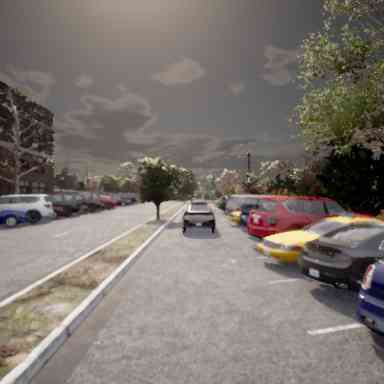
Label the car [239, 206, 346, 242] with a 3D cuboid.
[{"bbox_3d":[5.037,1.512,16.782,4.792,1.488,2.163,1,0,-19],"label":"car"}]

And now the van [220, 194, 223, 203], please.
[{"bbox_3d":[5.291,1.253,31.634,4.442,1.987,1.878,1,0,-19],"label":"van"}]

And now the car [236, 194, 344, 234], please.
[{"bbox_3d":[5.028,1.233,13.833,5.566,2.045,2.435,1,0,-19],"label":"car"}]

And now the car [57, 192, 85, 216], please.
[{"bbox_3d":[-12.859,1.212,29.994,5.566,2.045,2.435,-1,0,-19],"label":"car"}]

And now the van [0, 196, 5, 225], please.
[{"bbox_3d":[-13.007,1.236,18.030,4.442,1.987,1.878,-1,0,-19],"label":"van"}]

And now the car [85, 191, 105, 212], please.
[{"bbox_3d":[-12.669,1.211,36.032,5.566,2.045,2.435,-1,0,-19],"label":"car"}]

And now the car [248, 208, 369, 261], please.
[{"bbox_3d":[4.769,1.479,10.784,5.366,1.575,1.946,1,0,-19],"label":"car"}]

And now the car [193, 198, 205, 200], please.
[{"bbox_3d":[0.807,1.500,37.695,1.837,1.490,4.892,0,0,1],"label":"car"}]

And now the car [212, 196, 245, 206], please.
[{"bbox_3d":[5.914,1.477,53.751,4.892,1.521,2.231,1,0,-19],"label":"car"}]

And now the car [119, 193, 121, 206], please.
[{"bbox_3d":[-12.439,1.337,45.040,4.553,1.767,2.185,-1,0,-19],"label":"car"}]

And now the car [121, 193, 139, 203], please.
[{"bbox_3d":[-12.168,1.200,57.081,5.566,2.045,2.435,-1,0,-18],"label":"car"}]

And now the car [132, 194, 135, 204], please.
[{"bbox_3d":[-12.224,1.500,54.081,4.674,1.452,2.002,-1,0,-18],"label":"car"}]

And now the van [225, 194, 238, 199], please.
[{"bbox_3d":[5.159,1.254,25.680,4.442,1.987,1.878,1,0,-19],"label":"van"}]

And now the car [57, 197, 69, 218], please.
[{"bbox_3d":[-12.905,1.463,27.005,5.008,1.535,2.097,-1,0,-19],"label":"car"}]

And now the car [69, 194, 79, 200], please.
[{"bbox_3d":[-27.334,1.170,77.109,2.002,1.452,4.674,1,-1,-18],"label":"car"}]

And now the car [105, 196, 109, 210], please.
[{"bbox_3d":[-12.592,1.492,39.036,4.792,1.488,2.163,-1,0,-19],"label":"car"}]

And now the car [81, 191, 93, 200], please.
[{"bbox_3d":[-24.361,0.877,76.981,2.435,2.045,5.566,1,-1,-18],"label":"car"}]

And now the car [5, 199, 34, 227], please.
[{"bbox_3d":[-13.046,1.463,20.996,5.008,1.535,2.097,-1,0,-19],"label":"car"}]

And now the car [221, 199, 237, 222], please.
[{"bbox_3d":[5.021,1.476,22.684,5.366,1.575,1.946,1,0,-19],"label":"car"}]

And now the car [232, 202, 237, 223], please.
[{"bbox_3d":[5.157,1.512,19.783,4.792,1.488,2.163,1,0,-19],"label":"car"}]

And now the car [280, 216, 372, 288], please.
[{"bbox_3d":[4.889,1.486,7.880,4.892,1.521,2.231,1,0,-19],"label":"car"}]

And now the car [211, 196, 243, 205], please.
[{"bbox_3d":[6.008,1.476,57.144,4.892,1.521,2.231,1,0,-19],"label":"car"}]

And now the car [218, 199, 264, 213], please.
[{"bbox_3d":[5.537,1.519,37.623,4.674,1.452,2.002,1,0,-19],"label":"car"}]

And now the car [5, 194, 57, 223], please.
[{"bbox_3d":[-13.000,1.212,23.987,5.566,2.045,2.435,-1,0,-19],"label":"car"}]

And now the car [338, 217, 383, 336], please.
[{"bbox_3d":[4.830,1.360,4.903,4.553,1.767,2.185,1,0,-19],"label":"car"}]

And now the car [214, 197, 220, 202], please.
[{"bbox_3d":[5.496,1.229,34.661,5.566,2.045,2.435,1,0,-19],"label":"car"}]

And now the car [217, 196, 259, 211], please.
[{"bbox_3d":[5.575,1.353,40.595,4.553,1.767,2.185,1,0,-19],"label":"car"}]

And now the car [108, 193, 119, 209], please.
[{"bbox_3d":[-12.524,1.211,42.045,5.566,2.045,2.435,-1,0,-19],"label":"car"}]

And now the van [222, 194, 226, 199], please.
[{"bbox_3d":[5.225,1.253,28.657,4.442,1.987,1.878,1,0,-19],"label":"van"}]

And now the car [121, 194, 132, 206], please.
[{"bbox_3d":[-12.311,1.463,51.057,5.008,1.535,2.097,-1,0,-18],"label":"car"}]

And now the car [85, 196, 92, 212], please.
[{"bbox_3d":[-12.734,1.492,33.025,4.792,1.488,2.163,-1,0,-19],"label":"car"}]

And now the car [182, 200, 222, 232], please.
[{"bbox_3d":[0.411,1.489,19.973,2.128,1.511,4.902,0,0,1],"label":"car"}]

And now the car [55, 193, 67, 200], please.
[{"bbox_3d":[-30.290,1.133,77.214,2.231,1.521,4.892,0,-1,-18],"label":"car"}]

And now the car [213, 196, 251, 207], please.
[{"bbox_3d":[6.012,1.476,50.423,5.366,1.575,1.946,1,0,-19],"label":"car"}]

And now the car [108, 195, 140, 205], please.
[{"bbox_3d":[-12.234,1.436,60.059,5.366,1.575,1.946,-1,1,-18],"label":"car"}]
